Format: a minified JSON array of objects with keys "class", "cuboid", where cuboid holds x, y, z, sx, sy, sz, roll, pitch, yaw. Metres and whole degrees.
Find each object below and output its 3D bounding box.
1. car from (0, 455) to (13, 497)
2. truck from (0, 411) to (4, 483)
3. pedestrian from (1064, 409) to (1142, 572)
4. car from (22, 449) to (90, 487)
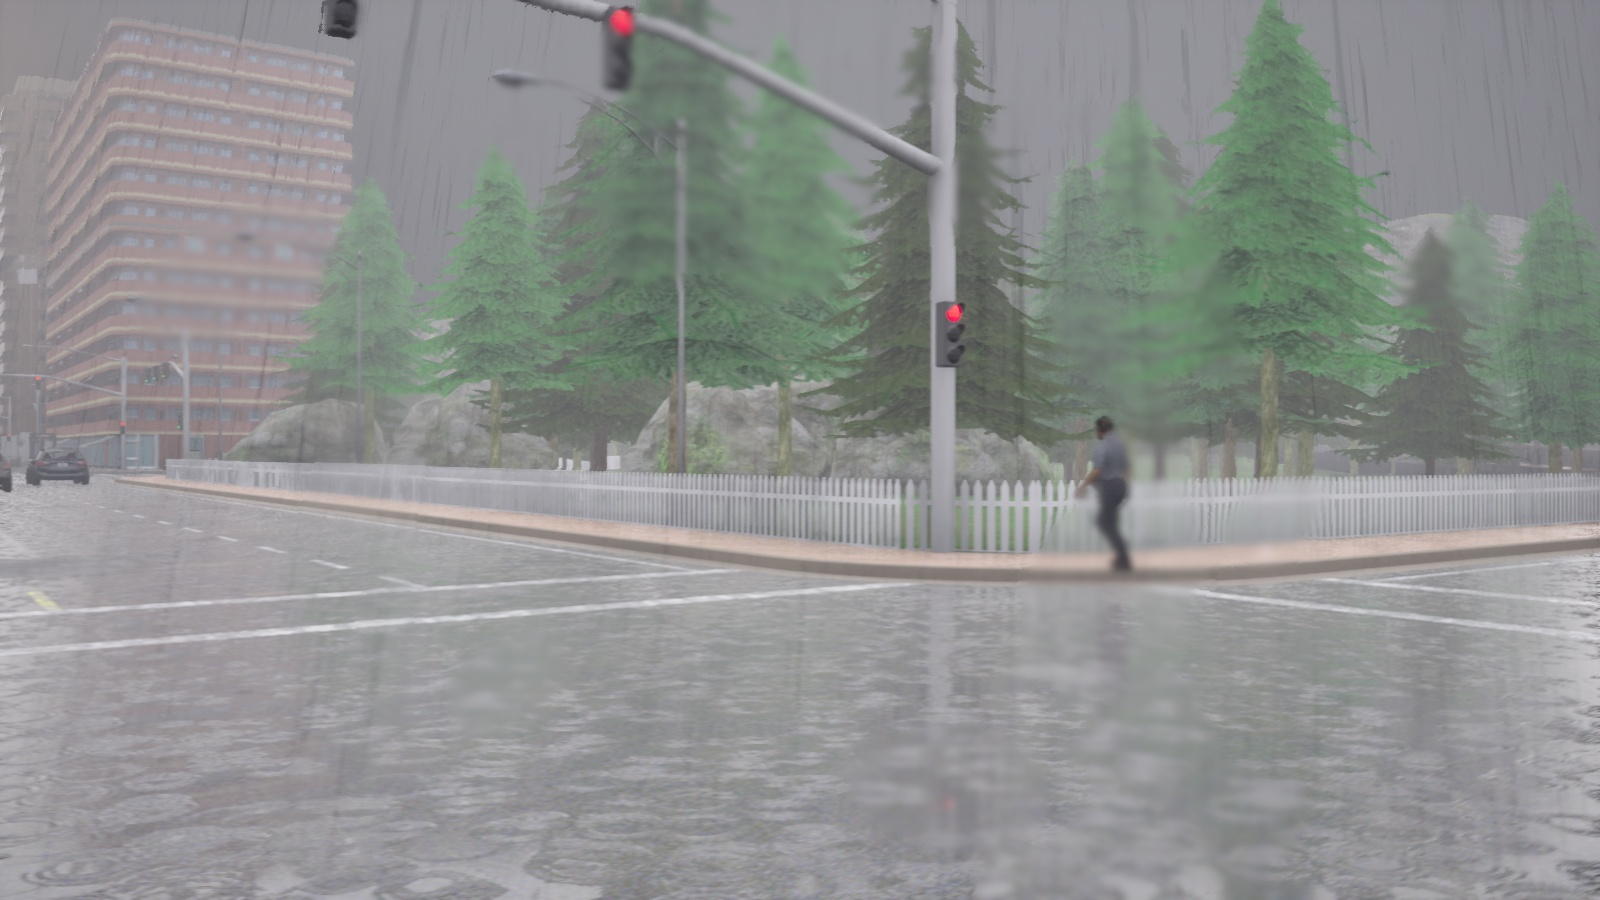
[{"class":"car","cuboid":[-30.258,0.936,46.310,1.845,1.501,3.633,0,0,-36]},{"class":"truck","cuboid":[-46.870,-0.171,65.826,8.468,3.827,2.891,0,0,-37]},{"class":"pedestrian","cuboid":[3.521,0.458,14.604,0.540,1.848,0.694,0,0,-44]},{"class":"car","cuboid":[-33.877,0.801,57.152,2.242,1.667,4.611,0,0,-36]}]
